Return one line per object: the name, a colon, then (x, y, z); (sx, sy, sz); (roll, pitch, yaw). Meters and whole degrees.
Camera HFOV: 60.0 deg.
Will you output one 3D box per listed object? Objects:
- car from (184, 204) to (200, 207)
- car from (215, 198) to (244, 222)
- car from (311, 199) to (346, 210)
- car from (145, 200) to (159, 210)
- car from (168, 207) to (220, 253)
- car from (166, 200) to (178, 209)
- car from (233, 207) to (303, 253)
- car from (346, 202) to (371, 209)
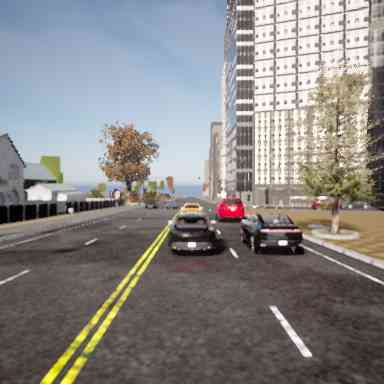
car: (0.002, 1.761, 29.483); (1.882, 1.535, 5.008); (0, 0, 0)
car: (3.246, 1.495, 29.029); (2.150, 2.045, 5.566); (0, 0, 0)
car: (23.003, 2.217, 56.891); (5.009, 1.841, 2.192); (0, 1, 20)
car: (-6.514, 2.019, 54.213); (1.882, 1.535, 5.008); (0, -1, 0)
car: (0.003, 1.643, 14.295); (1.837, 1.490, 4.892); (0, 0, 0)
car: (-3.261, 2.093, 54.693); (2.033, 1.411, 5.357); (0, -1, 0)
car: (3.253, 1.628, 14.297); (2.128, 1.511, 4.902); (0, 0, 0)
car: (31.036, 2.350, 62.346); (4.403, 1.369, 2.008); (0, 1, 20)
